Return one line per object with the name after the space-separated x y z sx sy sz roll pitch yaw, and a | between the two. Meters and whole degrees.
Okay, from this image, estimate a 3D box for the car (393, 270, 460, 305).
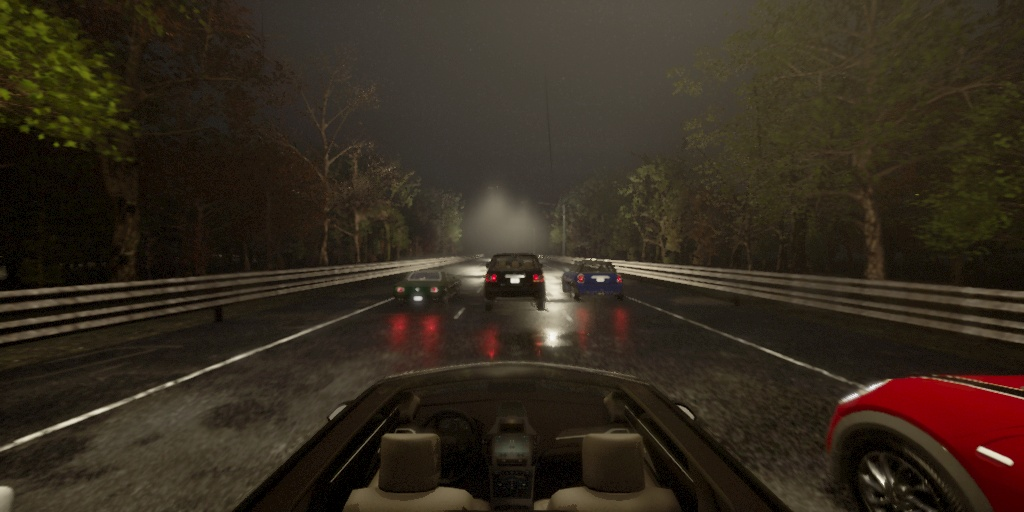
-3.395 1.237 15.207 1.895 1.301 4.718 0 0 0 | car

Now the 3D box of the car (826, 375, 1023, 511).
3.599 1.108 0.993 2.097 1.767 4.553 0 0 0 | car

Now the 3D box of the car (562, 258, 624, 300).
3.604 0.975 16.720 2.097 1.767 4.553 0 0 0 | car

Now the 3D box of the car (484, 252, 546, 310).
0.102 0.866 14.215 2.150 2.045 5.566 0 0 0 | car
